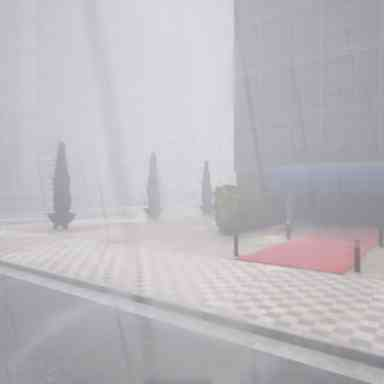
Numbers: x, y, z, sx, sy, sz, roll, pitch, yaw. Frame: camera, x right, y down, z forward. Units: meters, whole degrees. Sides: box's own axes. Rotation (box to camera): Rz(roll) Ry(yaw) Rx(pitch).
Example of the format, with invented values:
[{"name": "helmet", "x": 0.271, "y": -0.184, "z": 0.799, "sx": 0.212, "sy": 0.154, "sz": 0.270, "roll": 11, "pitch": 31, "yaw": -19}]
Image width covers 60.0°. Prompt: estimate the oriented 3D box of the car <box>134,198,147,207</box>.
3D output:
[{"name": "car", "x": -6.728, "y": 1.513, "z": 49.915, "sx": 1.994, "sy": 1.385, "sz": 4.181, "roll": 0, "pitch": 0, "yaw": 36}]
